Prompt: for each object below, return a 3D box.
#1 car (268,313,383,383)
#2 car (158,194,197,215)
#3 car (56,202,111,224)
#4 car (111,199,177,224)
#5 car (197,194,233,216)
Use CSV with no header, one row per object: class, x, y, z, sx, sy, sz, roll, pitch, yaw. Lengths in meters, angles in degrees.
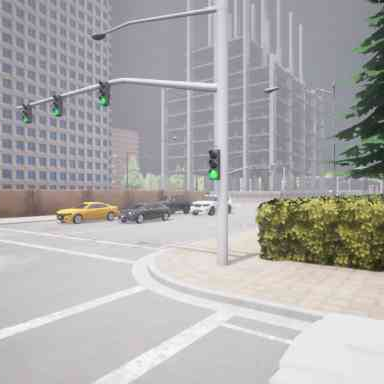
car,2.828,1.601,1.951,4.718,1.301,1.895,0,0,36
car,-2.227,1.277,33.834,2.150,2.045,5.566,0,0,35
car,-7.993,1.533,25.743,1.882,1.535,5.008,0,0,35
car,-3.605,1.560,25.872,1.837,1.490,4.892,0,0,35
car,2.118,1.277,33.884,2.150,2.045,5.566,0,0,36
